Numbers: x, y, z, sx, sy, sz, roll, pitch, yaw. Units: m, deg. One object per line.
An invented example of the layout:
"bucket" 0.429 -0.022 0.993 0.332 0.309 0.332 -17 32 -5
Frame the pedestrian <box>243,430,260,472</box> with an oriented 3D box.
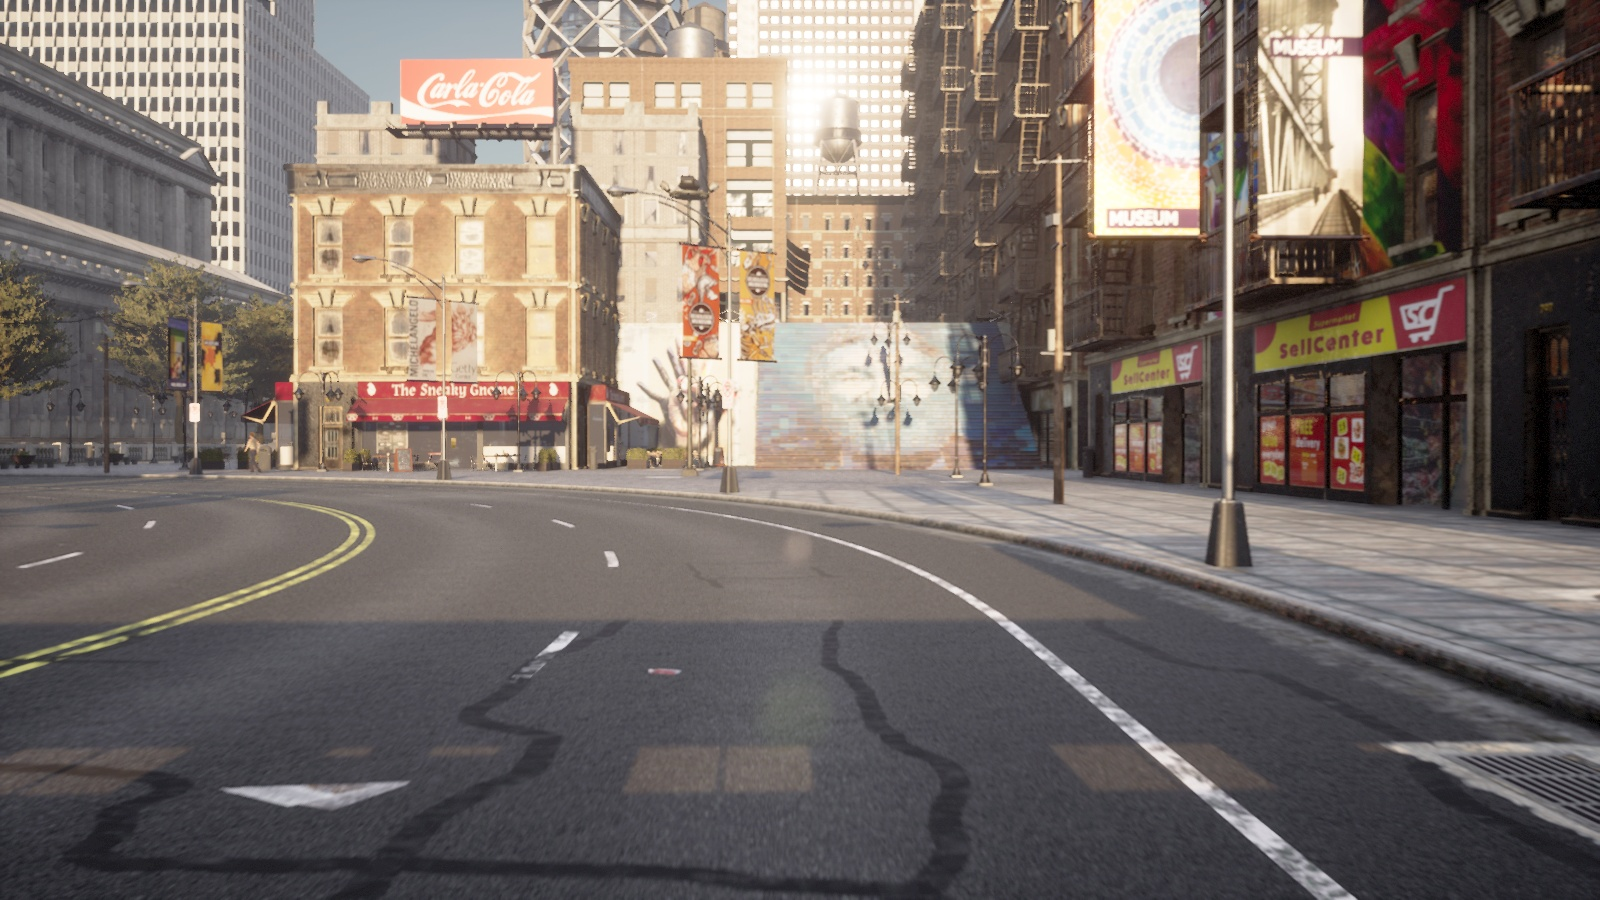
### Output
"pedestrian" -24.076 0.057 55.160 0.594 1.836 0.345 0 0 16
